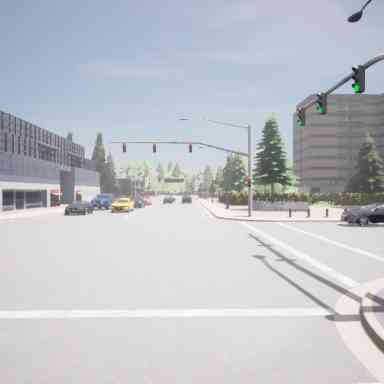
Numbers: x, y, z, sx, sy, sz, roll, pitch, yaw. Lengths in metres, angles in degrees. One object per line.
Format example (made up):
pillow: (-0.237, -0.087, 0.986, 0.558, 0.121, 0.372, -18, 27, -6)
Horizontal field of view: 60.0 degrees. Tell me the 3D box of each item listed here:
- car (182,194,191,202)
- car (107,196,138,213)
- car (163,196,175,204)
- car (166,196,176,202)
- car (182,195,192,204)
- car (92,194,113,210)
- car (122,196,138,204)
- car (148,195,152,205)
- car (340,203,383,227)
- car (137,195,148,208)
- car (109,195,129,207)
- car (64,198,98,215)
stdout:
car: (-1.213, 1.355, 74.976, 2.097, 1.767, 4.553, 0, 0, -1)
car: (-7.806, 1.478, 37.817, 1.882, 1.535, 5.008, 0, 0, -1)
car: (-4.573, 1.547, 64.587, 2.033, 1.411, 5.357, 0, 0, -1)
car: (-4.718, 1.510, 75.222, 1.895, 1.301, 4.718, 0, 0, -1)
car: (-0.976, 1.505, 64.910, 1.837, 1.490, 4.892, 0, 0, -1)
car: (-11.375, 1.222, 42.778, 2.150, 2.045, 5.566, 0, 0, -1)
car: (-11.595, 1.492, 62.937, 2.128, 1.511, 4.902, 0, 0, 0)
car: (-8.050, 1.352, 57.168, 2.097, 1.767, 4.553, 0, 0, -1)
car: (12.502, 1.492, 22.191, 4.902, 1.511, 2.128, 0, 0, -1)
car: (-7.929, 1.352, 47.054, 2.097, 1.767, 4.553, 0, 0, -1)
car: (-11.499, 1.352, 52.678, 2.097, 1.767, 4.553, 0, 0, -1)
car: (-11.242, 1.564, 33.426, 1.994, 1.385, 4.181, 0, 0, -1)
